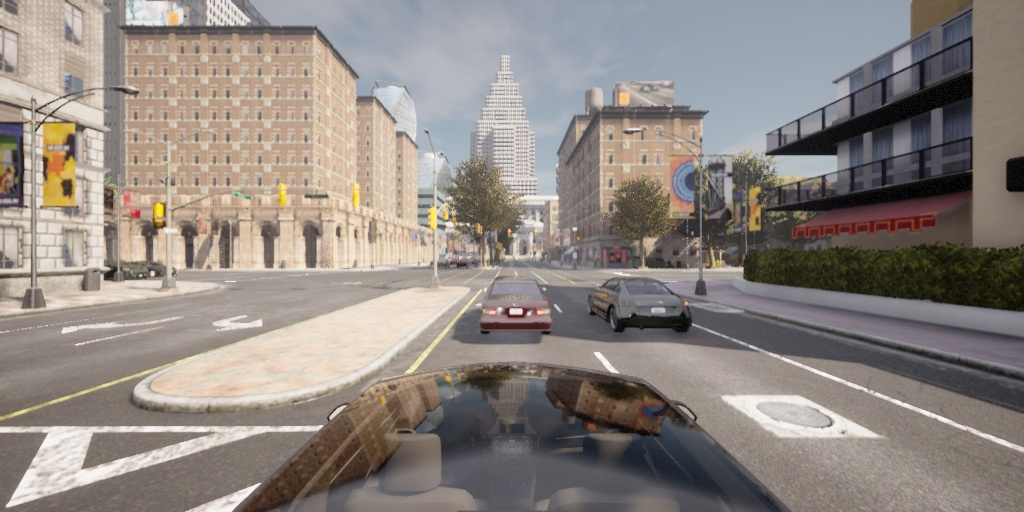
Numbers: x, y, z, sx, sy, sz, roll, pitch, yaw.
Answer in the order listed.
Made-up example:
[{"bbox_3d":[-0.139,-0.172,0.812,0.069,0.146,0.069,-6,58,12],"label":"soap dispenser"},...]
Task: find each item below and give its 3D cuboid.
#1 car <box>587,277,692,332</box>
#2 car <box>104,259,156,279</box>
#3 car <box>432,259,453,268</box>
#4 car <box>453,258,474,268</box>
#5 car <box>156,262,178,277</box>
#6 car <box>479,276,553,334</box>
[{"bbox_3d":[3.588,1.303,10.801,1.994,1.385,4.181,0,0,0],"label":"car"},{"bbox_3d":[-33.353,1.068,30.026,4.553,1.767,2.097,0,0,0],"label":"car"},{"bbox_3d":[-11.634,1.205,60.275,1.812,1.442,4.674,0,0,0],"label":"car"},{"bbox_3d":[-8.133,1.280,60.397,1.895,1.301,4.718,0,0,0],"label":"car"},{"bbox_3d":[-34.194,1.215,33.521,4.892,1.490,1.837,0,0,0],"label":"car"},{"bbox_3d":[0.091,1.287,10.540,2.033,1.411,5.357,0,0,0],"label":"car"}]
